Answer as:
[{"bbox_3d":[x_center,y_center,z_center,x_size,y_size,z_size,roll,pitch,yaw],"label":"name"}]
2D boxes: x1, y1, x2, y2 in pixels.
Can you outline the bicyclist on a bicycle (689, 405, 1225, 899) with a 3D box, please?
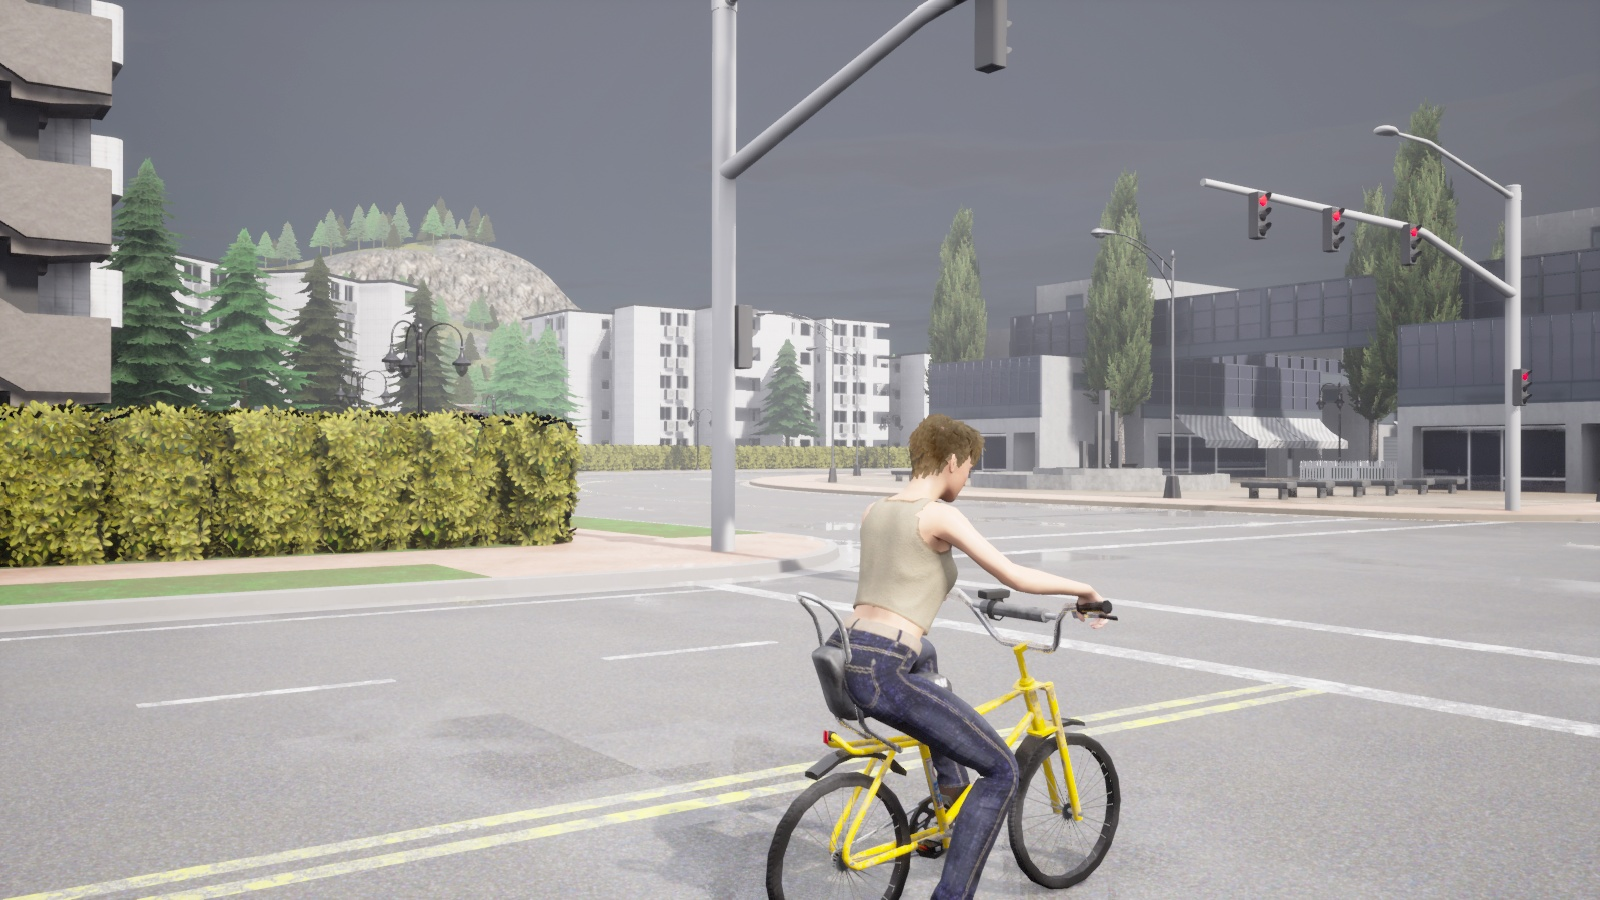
[{"bbox_3d":[0.520,0.690,4.026,1.509,1.612,0.866,0,0,-35],"label":"bicyclist on a bicycle"}]
